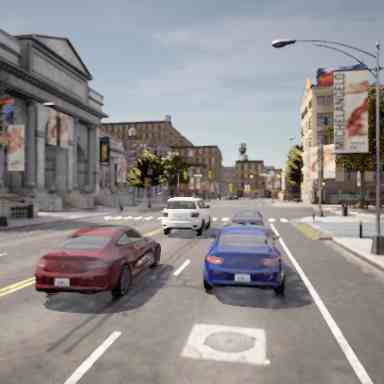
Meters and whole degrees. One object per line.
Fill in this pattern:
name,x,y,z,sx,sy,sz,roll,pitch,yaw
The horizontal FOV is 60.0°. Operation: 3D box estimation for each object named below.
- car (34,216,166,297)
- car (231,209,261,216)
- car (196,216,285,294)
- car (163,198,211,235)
car,-2.163,1.586,8.689,1.812,1.442,4.674,0,0,9
car,3.211,1.689,19.181,2.033,1.411,5.357,0,0,10
car,1.398,1.593,8.981,1.812,1.442,4.674,0,-1,9
car,-0.200,1.367,19.946,2.150,2.045,5.566,0,0,10
